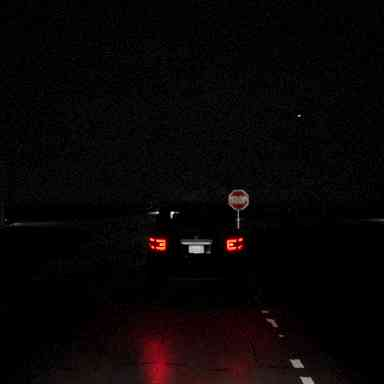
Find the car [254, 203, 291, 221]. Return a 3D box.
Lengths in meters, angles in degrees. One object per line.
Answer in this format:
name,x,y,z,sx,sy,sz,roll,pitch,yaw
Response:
car,5.940,1.592,27.408,4.181,1.385,1.994,0,-1,14

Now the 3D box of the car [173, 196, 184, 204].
car,-2.761,1.599,69.177,2.033,1.411,5.357,0,0,0

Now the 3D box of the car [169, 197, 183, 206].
car,-2.788,1.592,58.686,2.033,1.411,5.357,0,0,1

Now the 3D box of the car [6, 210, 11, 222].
car,-15.424,1.424,23.602,4.553,1.767,2.097,0,-1,-2

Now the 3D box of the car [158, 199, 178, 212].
car,-2.839,1.590,40.091,1.994,1.385,4.181,0,0,0

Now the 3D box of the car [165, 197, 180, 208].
car,-2.835,1.513,48.923,1.882,1.535,5.008,0,0,0

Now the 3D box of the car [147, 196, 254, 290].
car,0.098,1.225,9.238,2.150,2.045,5.566,0,0,0
